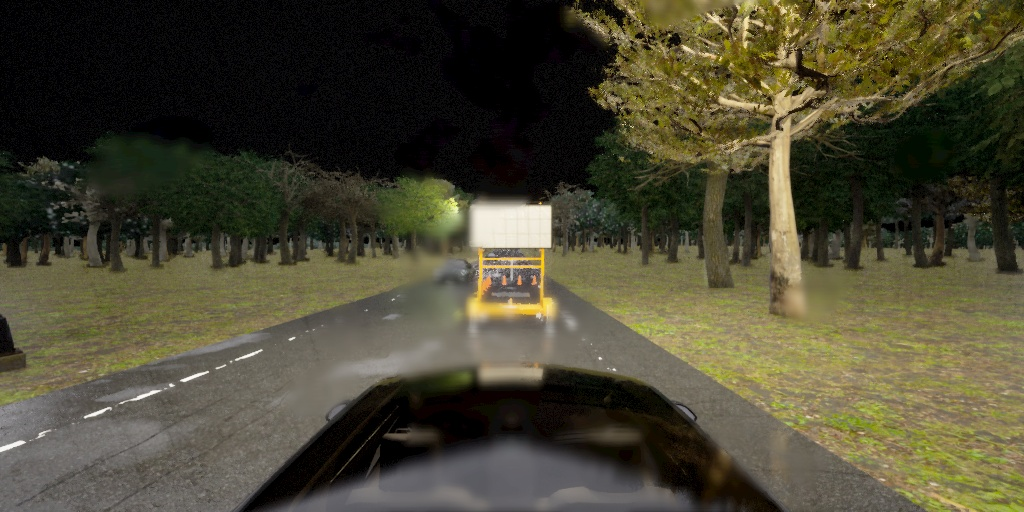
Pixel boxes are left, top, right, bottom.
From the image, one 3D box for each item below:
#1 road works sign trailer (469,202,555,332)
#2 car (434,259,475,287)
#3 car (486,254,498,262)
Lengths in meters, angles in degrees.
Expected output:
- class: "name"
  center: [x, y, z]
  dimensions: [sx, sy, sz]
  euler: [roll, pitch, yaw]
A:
- class: "road works sign trailer"
  center: [-0.006, 0.194, 10.732]
  dimensions: [2.380, 3.560, 2.880]
  euler: [0, 0, 0]
- class: "car"
  center: [-3.614, 0.986, 23.178]
  dimensions: [2.097, 1.767, 4.553]
  euler: [0, 1, 0]
- class: "car"
  center: [-3.602, 0.310, 63.206]
  dimensions: [1.812, 1.442, 4.674]
  euler: [0, 2, 0]
